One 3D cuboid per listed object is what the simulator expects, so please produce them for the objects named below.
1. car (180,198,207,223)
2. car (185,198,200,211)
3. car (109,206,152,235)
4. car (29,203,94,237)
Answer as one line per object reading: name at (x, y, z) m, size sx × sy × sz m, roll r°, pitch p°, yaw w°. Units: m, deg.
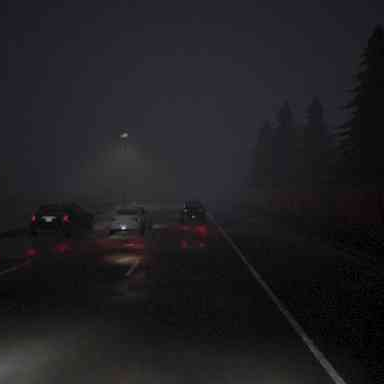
car at (0.091, 1.504, 25.336) m, size 2.128 × 1.511 × 4.902 m, roll 0°, pitch 0°, yaw 0°
car at (0.056, 1.547, 42.824) m, size 1.812 × 1.442 × 4.674 m, roll 0°, pitch 0°, yaw 0°
car at (-3.407, 1.535, 18.913) m, size 1.812 × 1.442 × 4.674 m, roll 0°, pitch 0°, yaw 0°
car at (-6.907, 1.361, 18.157) m, size 2.097 × 1.767 × 4.553 m, roll 0°, pitch 0°, yaw 0°
